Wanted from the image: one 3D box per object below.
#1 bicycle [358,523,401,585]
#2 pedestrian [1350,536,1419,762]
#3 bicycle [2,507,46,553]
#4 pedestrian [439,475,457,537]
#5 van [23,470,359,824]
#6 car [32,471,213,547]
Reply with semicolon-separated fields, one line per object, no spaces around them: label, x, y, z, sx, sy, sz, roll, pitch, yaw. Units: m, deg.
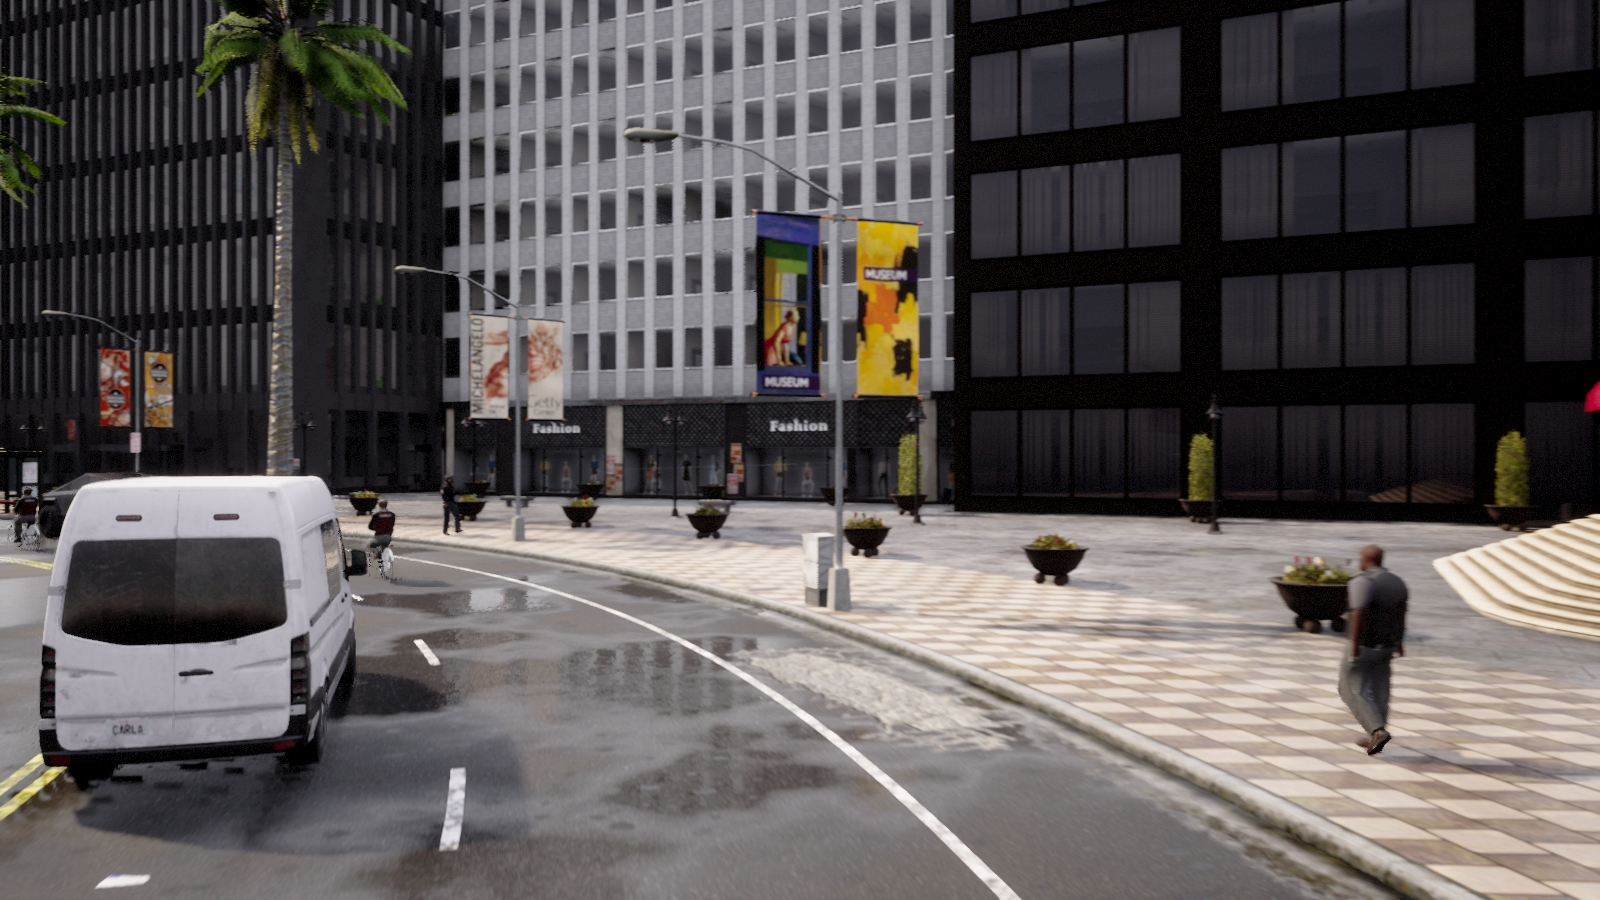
bicycle;-9.055;2.215;24.563;0.329;1.171;1.835;0;0;-37
pedestrian;5.039;1.694;9.859;0.375;1.860;0.375;0;0;-19
bicycle;-21.680;2.222;31.919;1.835;1.171;0.329;0;2;34
pedestrian;-10.780;1.704;35.029;0.375;1.860;0.375;0;0;39
van;-5.785;1.537;11.714;1.988;2.561;5.915;0;0;-18
car;-21.312;1.765;35.847;6.274;2.098;2.390;0;0;33
